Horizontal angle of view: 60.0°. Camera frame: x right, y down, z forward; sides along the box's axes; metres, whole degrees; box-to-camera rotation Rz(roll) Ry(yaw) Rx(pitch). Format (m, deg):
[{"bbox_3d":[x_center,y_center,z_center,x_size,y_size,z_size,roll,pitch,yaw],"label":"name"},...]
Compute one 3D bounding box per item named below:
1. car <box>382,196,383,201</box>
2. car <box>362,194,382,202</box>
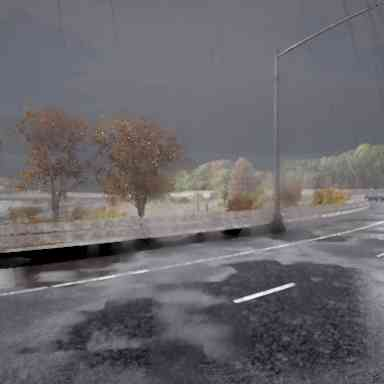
[{"bbox_3d":[41.489,1.362,70.411,1.994,1.385,4.181,0,0,9],"label":"car"},{"bbox_3d":[38.053,1.321,71.079,1.837,1.490,4.892,0,0,9],"label":"car"}]
